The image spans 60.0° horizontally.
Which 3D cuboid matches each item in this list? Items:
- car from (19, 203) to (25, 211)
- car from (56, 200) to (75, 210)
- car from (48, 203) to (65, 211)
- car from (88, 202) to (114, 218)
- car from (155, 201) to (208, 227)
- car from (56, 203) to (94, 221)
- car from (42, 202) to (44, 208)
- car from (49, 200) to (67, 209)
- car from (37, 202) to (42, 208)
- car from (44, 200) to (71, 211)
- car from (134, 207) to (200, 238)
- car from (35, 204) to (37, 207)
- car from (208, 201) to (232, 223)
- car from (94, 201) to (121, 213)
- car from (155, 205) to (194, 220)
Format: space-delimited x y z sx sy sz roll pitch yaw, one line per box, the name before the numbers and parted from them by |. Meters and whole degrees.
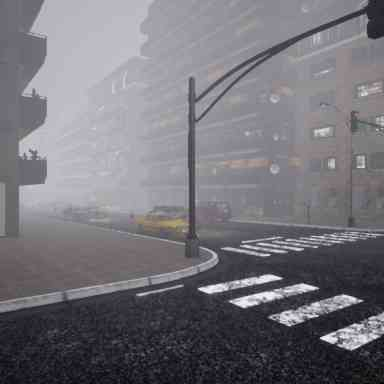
car | -31.946 2.770 61.287 1.887 1.381 4.507 -1 0 -36
car | -25.241 2.524 66.252 2.192 1.841 5.009 -1 0 -36
car | -25.285 2.755 62.001 1.895 1.301 4.718 0 -1 -36
car | -10.985 2.195 36.955 2.033 1.411 5.357 0 -1 -36
car | -1.289 1.703 23.644 2.097 1.767 4.553 0 -1 -36
car | -11.930 2.163 33.825 1.887 1.381 4.507 -1 0 -36
car | -31.906 2.973 75.405 1.947 1.339 4.313 -1 0 -36
car | -28.577 2.623 70.829 2.192 1.841 5.009 -1 0 -36
car | -35.243 3.049 79.983 1.887 1.381 4.507 -1 0 -36
car | -20.015 2.135 49.505 1.895 1.301 4.718 0 -1 -36
car | -1.823 1.833 19.956 1.752 1.417 4.829 -1 0 -36
car | -38.573 3.168 84.563 1.947 1.339 4.313 -1 0 -36
car | 1.444 1.713 29.638 2.192 1.841 5.009 -1 0 -36
car | -12.437 2.290 49.550 1.801 1.575 5.366 0 -1 -36
car | -1.885 2.045 34.214 1.887 1.381 4.507 -1 0 -36
